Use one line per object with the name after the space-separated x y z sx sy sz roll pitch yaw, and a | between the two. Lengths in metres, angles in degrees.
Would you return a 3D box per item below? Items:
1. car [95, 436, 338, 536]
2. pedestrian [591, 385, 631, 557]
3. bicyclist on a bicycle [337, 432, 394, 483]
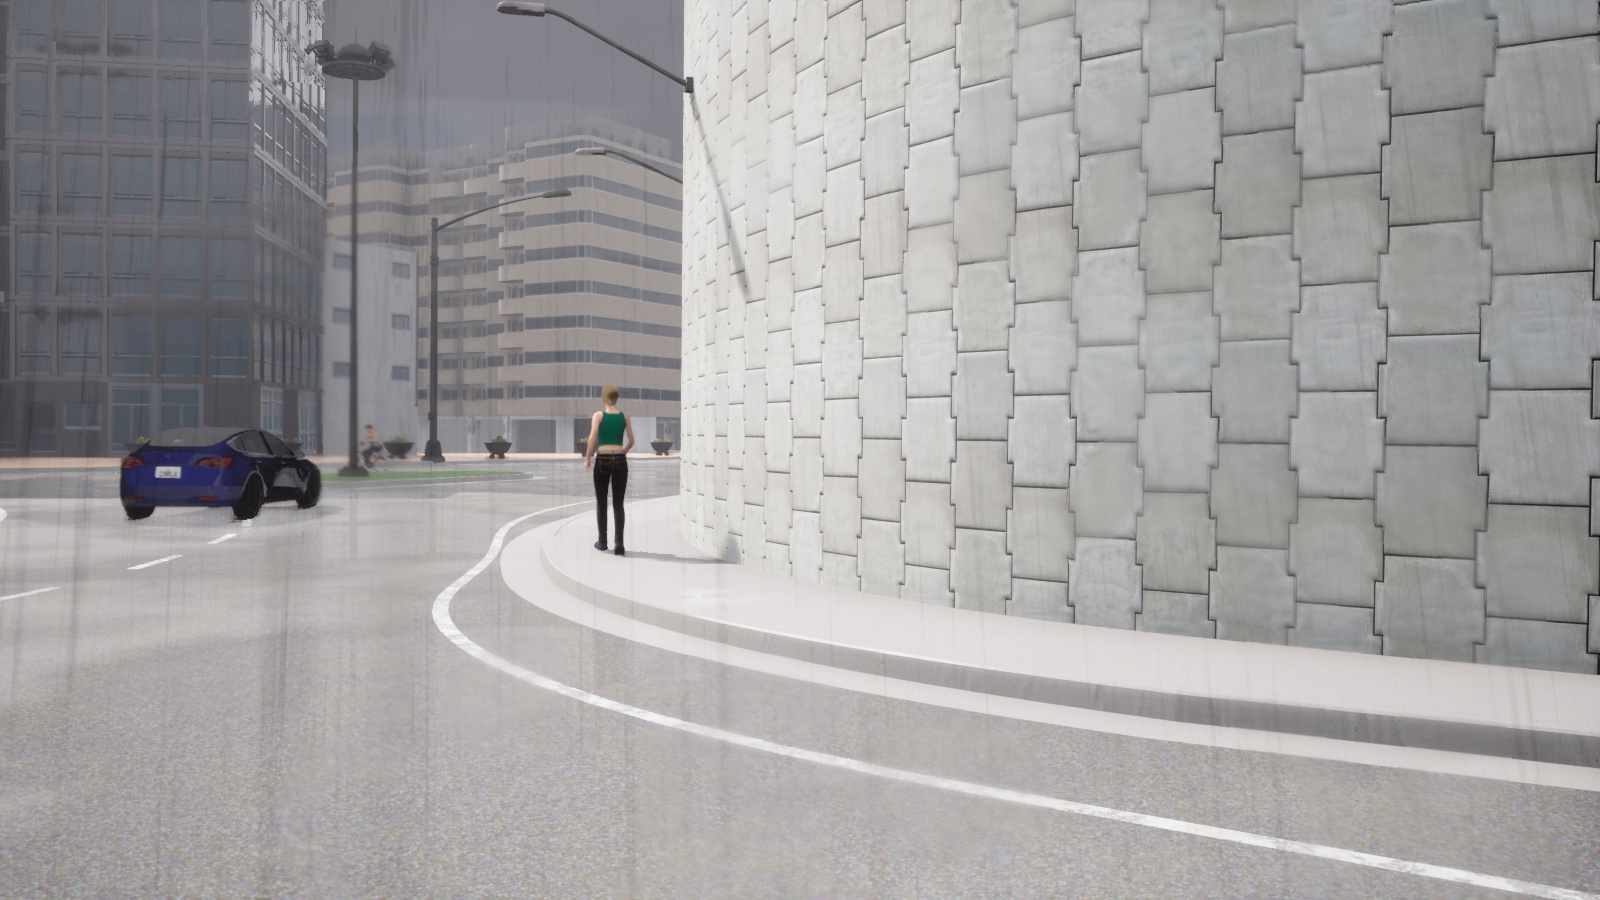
-9.820 0.524 21.641 2.163 1.488 4.792 -1 1 -3 | car
-2.062 0.219 13.659 0.345 1.836 0.594 -1 1 -15 | pedestrian
-14.023 0.241 40.560 0.866 1.612 1.509 0 1 38 | bicyclist on a bicycle
